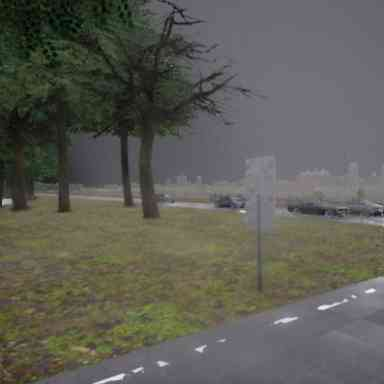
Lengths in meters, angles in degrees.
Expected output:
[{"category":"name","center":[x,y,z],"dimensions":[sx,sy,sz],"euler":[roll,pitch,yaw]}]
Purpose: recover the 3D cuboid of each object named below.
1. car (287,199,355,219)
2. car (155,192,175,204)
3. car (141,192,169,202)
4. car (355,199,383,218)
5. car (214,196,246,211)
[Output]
[{"category":"car","center":[10.065,1.338,26.619],"dimensions":[1.895,1.301,4.718],"euler":[-1,2,-36]},{"category":"car","center":[-4.147,0.894,46.350],"dimensions":[1.812,1.442,4.674],"euler":[-1,2,-36]},{"category":"car","center":[-6.063,0.773,53.935],"dimensions":[2.033,1.411,5.357],"euler":[-1,1,-35]},{"category":"car","center":[13.228,1.281,27.063],"dimensions":[1.994,1.385,4.181],"euler":[-1,2,-34]},{"category":"car","center":[4.198,1.137,34.769],"dimensions":[1.994,1.385,4.181],"euler":[-1,2,-35]}]
